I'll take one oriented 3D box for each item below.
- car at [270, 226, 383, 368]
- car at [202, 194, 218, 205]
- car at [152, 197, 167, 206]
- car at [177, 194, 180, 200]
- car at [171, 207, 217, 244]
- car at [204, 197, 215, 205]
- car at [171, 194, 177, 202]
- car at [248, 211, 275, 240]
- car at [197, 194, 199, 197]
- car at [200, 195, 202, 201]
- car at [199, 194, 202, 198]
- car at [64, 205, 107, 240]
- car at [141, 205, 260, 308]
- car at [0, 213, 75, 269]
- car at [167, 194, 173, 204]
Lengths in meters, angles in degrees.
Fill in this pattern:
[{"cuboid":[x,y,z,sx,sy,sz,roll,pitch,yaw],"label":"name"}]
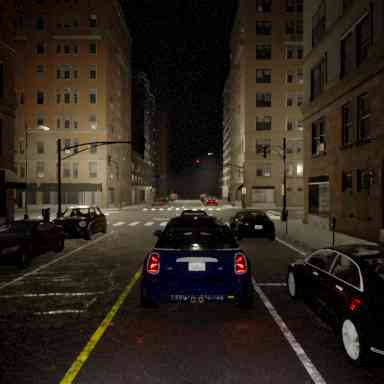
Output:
[{"cuboid":[2.873,1.551,5.571,2.008,1.369,4.403,0,0,0],"label":"car"},{"cuboid":[3.069,1.476,53.663,1.967,1.590,4.097,0,0,0],"label":"car"},{"cuboid":[-5.455,1.618,53.705,1.802,1.307,4.206,0,0,0],"label":"car"},{"cuboid":[-5.260,1.457,91.565,2.192,1.841,5.009,0,0,0],"label":"car"},{"cuboid":[0.100,1.565,16.647,1.994,1.385,4.181,0,0,1],"label":"car"},{"cuboid":[3.098,1.571,59.243,1.752,1.417,4.829,0,0,0],"label":"car"},{"cuboid":[-5.316,1.626,80.577,1.752,1.417,4.829,0,0,0],"label":"car"},{"cuboid":[2.910,1.566,16.573,1.947,1.339,4.313,0,0,0],"label":"car"},{"cuboid":[3.264,1.457,91.526,2.192,1.841,5.009,0,0,0],"label":"car"},{"cuboid":[3.126,1.607,64.481,2.008,1.369,4.403,0,0,0],"label":"car"},{"cuboid":[3.181,1.524,75.299,1.967,1.590,4.097,0,0,0],"label":"car"},{"cuboid":[-5.616,1.441,16.603,1.967,1.590,4.097,0,0,0],"label":"car"},{"cuboid":[0.105,1.352,8.064,2.097,1.767,4.553,0,0,0],"label":"car"},{"cuboid":[-5.634,1.582,11.101,1.802,1.307,4.206,0,0,0],"label":"car"},{"cuboid":[-5.399,1.607,64.522,2.008,1.369,4.403,0,0,0],"label":"car"}]
